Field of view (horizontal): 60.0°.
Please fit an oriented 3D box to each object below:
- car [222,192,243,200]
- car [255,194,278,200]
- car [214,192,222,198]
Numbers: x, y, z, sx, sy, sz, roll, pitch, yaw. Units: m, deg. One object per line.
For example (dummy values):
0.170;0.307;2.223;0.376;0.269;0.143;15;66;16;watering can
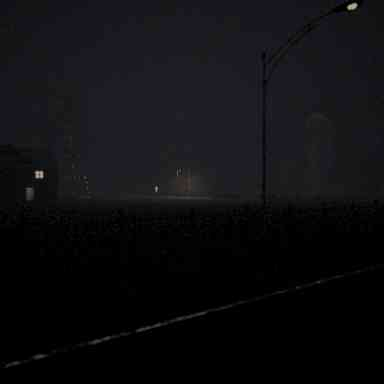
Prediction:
9.277;0.966;73.189;1.994;1.385;4.181;-1;1;-36;car
15.444;0.967;69.343;1.895;1.301;4.718;-1;1;-36;car
7.135;0.693;80.853;1.837;1.490;4.892;-1;1;-36;car
